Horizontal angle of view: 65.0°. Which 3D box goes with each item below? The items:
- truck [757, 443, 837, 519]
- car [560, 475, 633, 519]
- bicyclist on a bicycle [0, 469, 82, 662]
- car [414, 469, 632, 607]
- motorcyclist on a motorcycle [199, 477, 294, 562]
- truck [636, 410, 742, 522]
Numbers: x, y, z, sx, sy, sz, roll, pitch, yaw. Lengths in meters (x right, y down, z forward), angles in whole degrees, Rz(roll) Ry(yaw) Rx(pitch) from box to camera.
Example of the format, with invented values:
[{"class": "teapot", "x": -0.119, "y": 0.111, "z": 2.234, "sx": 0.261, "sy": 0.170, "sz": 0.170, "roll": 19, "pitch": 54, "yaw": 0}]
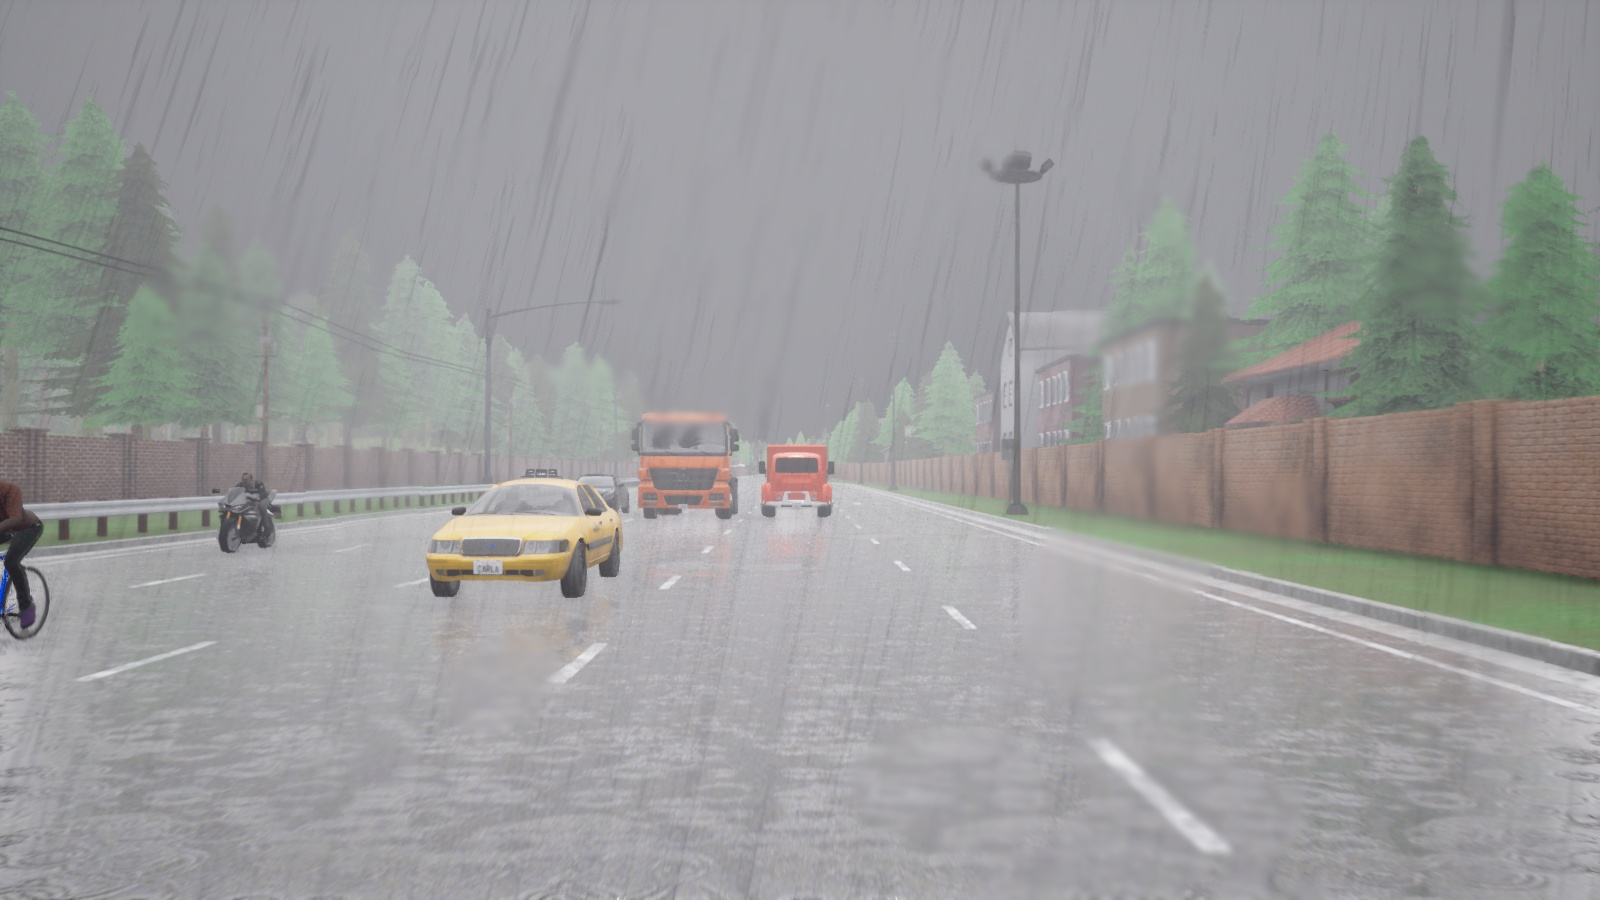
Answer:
[{"class": "truck", "x": -0.110, "y": 1.061, "z": 43.767, "sx": 2.627, "sy": 2.467, "sz": 5.204, "roll": 0, "pitch": -1, "yaw": 0}, {"class": "car", "x": -7.110, "y": 1.610, "z": 44.272, "sx": 1.812, "sy": 1.442, "sz": 4.674, "roll": 0, "pitch": -1, "yaw": 0}, {"class": "bicyclist on a bicycle", "x": -7.028, "y": 0.979, "z": 10.951, "sx": 0.582, "sy": 1.620, "sz": 1.656, "roll": 0, "pitch": -1, "yaw": 0}, {"class": "car", "x": -3.543, "y": 1.055, "z": 17.128, "sx": 1.801, "sy": 1.575, "sz": 5.366, "roll": 0, "pitch": -1, "yaw": 0}, {"class": "motorcyclist on a motorcycle", "x": -10.560, "y": 1.295, "z": 24.057, "sx": 0.866, "sy": 1.530, "sz": 2.191, "roll": 0, "pitch": -1, "yaw": 0}, {"class": "truck", "x": -3.610, "y": 0.563, "z": 42.748, "sx": 2.891, "sy": 3.462, "sz": 7.936, "roll": 0, "pitch": -1, "yaw": 0}]
